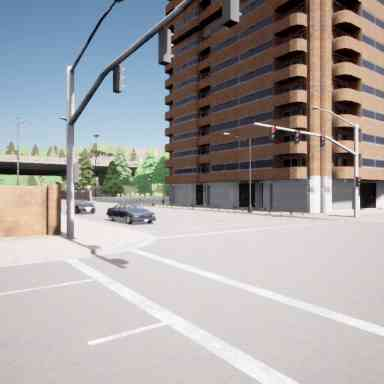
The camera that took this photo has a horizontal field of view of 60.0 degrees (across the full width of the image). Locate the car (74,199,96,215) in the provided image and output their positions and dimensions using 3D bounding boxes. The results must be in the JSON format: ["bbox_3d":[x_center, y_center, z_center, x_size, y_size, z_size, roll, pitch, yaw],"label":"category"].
[{"bbox_3d":[-11.443,1.492,34.234,2.128,1.511,4.902,0,0,-36],"label":"car"}]

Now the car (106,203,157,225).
[{"bbox_3d":[-4.673,1.547,24.821,2.033,1.411,5.357,0,0,-36],"label":"car"}]
